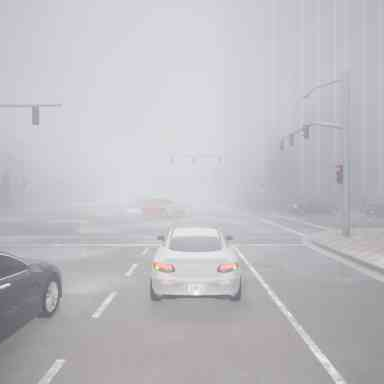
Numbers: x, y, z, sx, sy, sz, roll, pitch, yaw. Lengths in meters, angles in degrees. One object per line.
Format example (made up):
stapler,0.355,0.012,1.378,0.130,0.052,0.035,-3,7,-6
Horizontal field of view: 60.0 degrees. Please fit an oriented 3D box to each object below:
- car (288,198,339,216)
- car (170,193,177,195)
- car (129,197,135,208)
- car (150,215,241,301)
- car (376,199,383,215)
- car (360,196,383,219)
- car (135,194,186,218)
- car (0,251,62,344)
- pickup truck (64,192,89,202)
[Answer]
car,11.772,1.352,32.482,4.553,1.767,2.097,0,0,0
car,-4.747,1.225,85.462,2.150,2.045,5.566,0,0,-1
car,-7.820,1.490,47.948,2.128,1.511,4.902,0,0,-1
car,0.078,1.526,8.188,1.812,1.442,4.674,0,0,0
car,20.998,1.478,32.548,5.008,1.535,1.882,0,0,0
car,17.711,1.221,29.026,5.566,2.045,2.150,0,0,0
car,-2.642,1.352,29.238,2.097,1.767,4.553,0,0,-44
car,-3.436,1.505,4.538,1.837,1.490,4.892,0,0,0
pickup truck,-24.658,1.058,70.241,2.390,2.098,6.274,0,0,30
